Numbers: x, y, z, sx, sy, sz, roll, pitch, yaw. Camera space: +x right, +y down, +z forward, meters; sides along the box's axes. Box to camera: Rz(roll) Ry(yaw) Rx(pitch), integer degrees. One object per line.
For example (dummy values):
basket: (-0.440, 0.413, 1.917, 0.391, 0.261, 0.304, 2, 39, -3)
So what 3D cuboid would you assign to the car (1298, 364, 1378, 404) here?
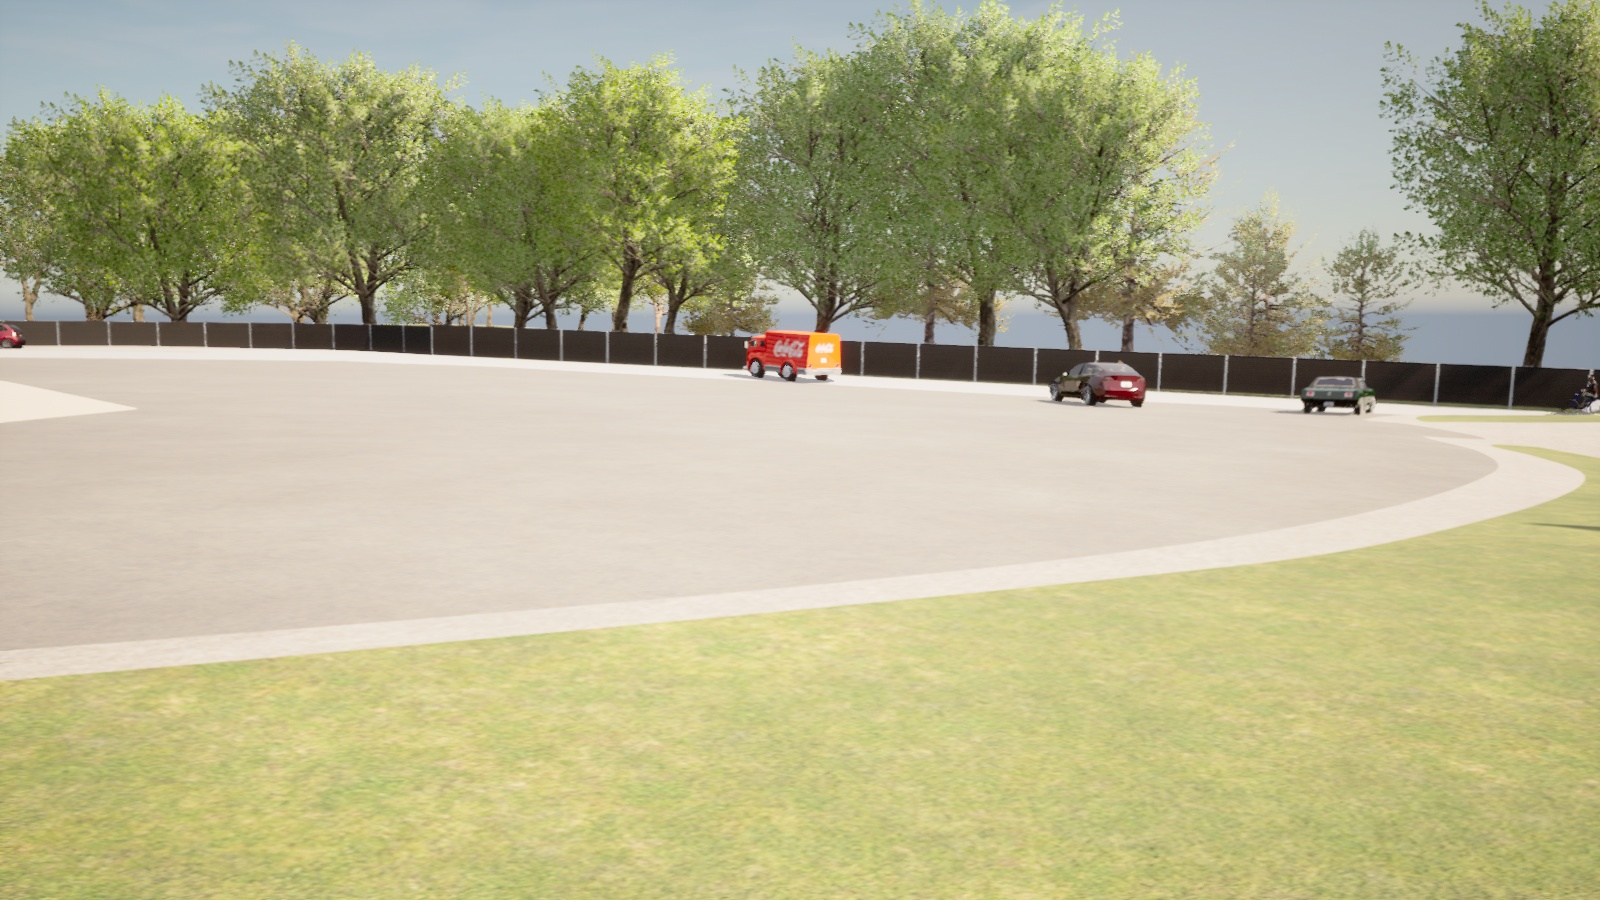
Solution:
car: (18.912, -2.337, 44.006, 1.895, 1.301, 4.718, 2, 4, 31)

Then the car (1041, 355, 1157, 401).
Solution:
car: (10.406, -2.571, 44.086, 2.163, 1.488, 4.792, 0, 5, -10)

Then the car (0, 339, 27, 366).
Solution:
car: (-50.342, -5.967, 77.494, 3.988, 1.617, 1.851, -2, 6, -14)

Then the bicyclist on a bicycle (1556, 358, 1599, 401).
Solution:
bicyclist on a bicycle: (34.228, -3.088, 54.868, 1.843, 1.776, 0.659, 2, 7, 15)

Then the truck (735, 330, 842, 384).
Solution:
truck: (-0.621, -4.810, 64.015, 2.627, 2.467, 5.204, -6, 9, -42)
